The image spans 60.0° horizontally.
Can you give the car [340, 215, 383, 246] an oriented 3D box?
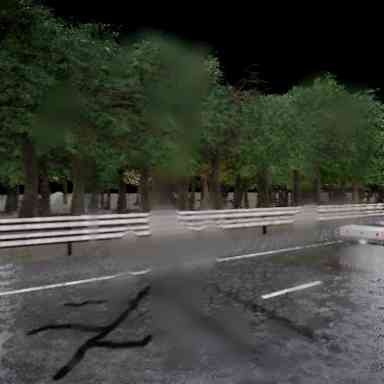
[{"bbox_3d":[8.333,1.602,13.984,4.718,1.301,1.895,0,0,-35],"label":"car"}]
